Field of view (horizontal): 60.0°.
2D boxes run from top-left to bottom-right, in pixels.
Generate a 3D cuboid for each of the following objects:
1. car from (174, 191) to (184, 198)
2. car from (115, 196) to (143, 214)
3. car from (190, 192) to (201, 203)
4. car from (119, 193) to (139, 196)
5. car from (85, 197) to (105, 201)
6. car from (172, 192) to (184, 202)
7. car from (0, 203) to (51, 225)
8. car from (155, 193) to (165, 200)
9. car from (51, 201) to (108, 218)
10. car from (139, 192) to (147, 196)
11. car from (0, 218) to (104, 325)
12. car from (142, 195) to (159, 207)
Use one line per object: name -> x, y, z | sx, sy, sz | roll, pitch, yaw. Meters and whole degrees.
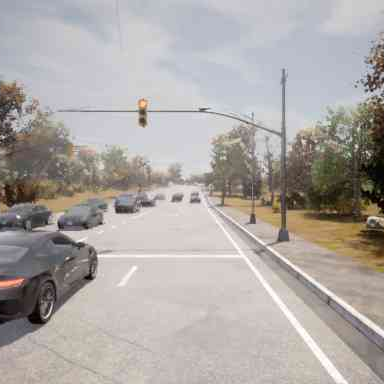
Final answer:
car -> -2.853, 0.588, 74.082 | 1.895, 1.301, 4.718 | 0, 3, 1
car -> -6.816, 1.478, 35.430 | 1.882, 1.535, 5.008 | 0, 0, 1
car -> 0.621, 1.261, 61.067 | 1.895, 1.301, 4.718 | 0, 3, 1
car -> -10.162, 1.204, 51.043 | 2.150, 2.045, 5.566 | 0, 0, 1
car -> -10.319, 1.352, 34.939 | 2.097, 1.767, 4.553 | 0, 0, 1
car -> -2.851, 1.010, 64.148 | 1.837, 1.490, 4.892 | 0, 3, 1
car -> -10.450, 1.506, 20.962 | 1.837, 1.490, 4.892 | 0, 0, 1
car -> -6.442, 0.939, 66.703 | 1.994, 1.385, 4.181 | 0, 3, 1
car -> -6.947, 1.526, 21.250 | 1.812, 1.442, 4.674 | 0, 0, 0
car -> -9.945, 0.890, 66.583 | 1.837, 1.490, 4.892 | 0, 2, 1
car -> -3.400, 1.526, 7.007 | 1.812, 1.442, 4.674 | 0, 0, -1
car -> -6.665, 1.582, 50.793 | 1.895, 1.301, 4.718 | 0, 1, 1
